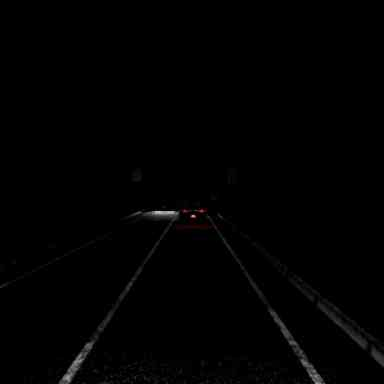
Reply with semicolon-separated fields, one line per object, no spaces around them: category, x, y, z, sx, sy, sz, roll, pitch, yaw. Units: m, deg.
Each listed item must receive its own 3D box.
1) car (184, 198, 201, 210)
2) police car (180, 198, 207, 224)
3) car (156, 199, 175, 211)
car;0.094;1.486;42.851;2.033;1.411;5.357;0;0;0
police car;0.095;1.509;25.234;2.038;1.542;4.974;0;0;0
car;-3.096;1.524;39.175;1.994;1.385;4.181;0;0;0
